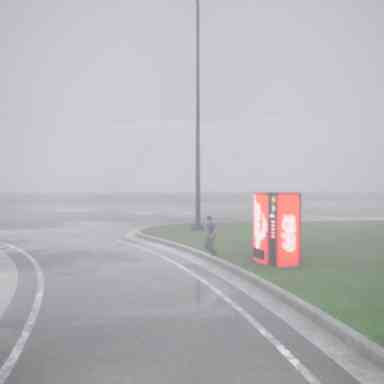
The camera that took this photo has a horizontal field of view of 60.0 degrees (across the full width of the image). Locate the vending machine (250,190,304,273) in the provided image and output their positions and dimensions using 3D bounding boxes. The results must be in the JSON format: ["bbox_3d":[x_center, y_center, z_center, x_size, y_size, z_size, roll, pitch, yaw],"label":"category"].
[{"bbox_3d":[2.271,0.993,8.982,1.100,2.100,0.880,-1,1,-21],"label":"vending machine"}]

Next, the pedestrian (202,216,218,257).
[{"bbox_3d":[0.560,1.214,9.505,0.375,1.300,0.375,-1,1,-25],"label":"pedestrian"}]
